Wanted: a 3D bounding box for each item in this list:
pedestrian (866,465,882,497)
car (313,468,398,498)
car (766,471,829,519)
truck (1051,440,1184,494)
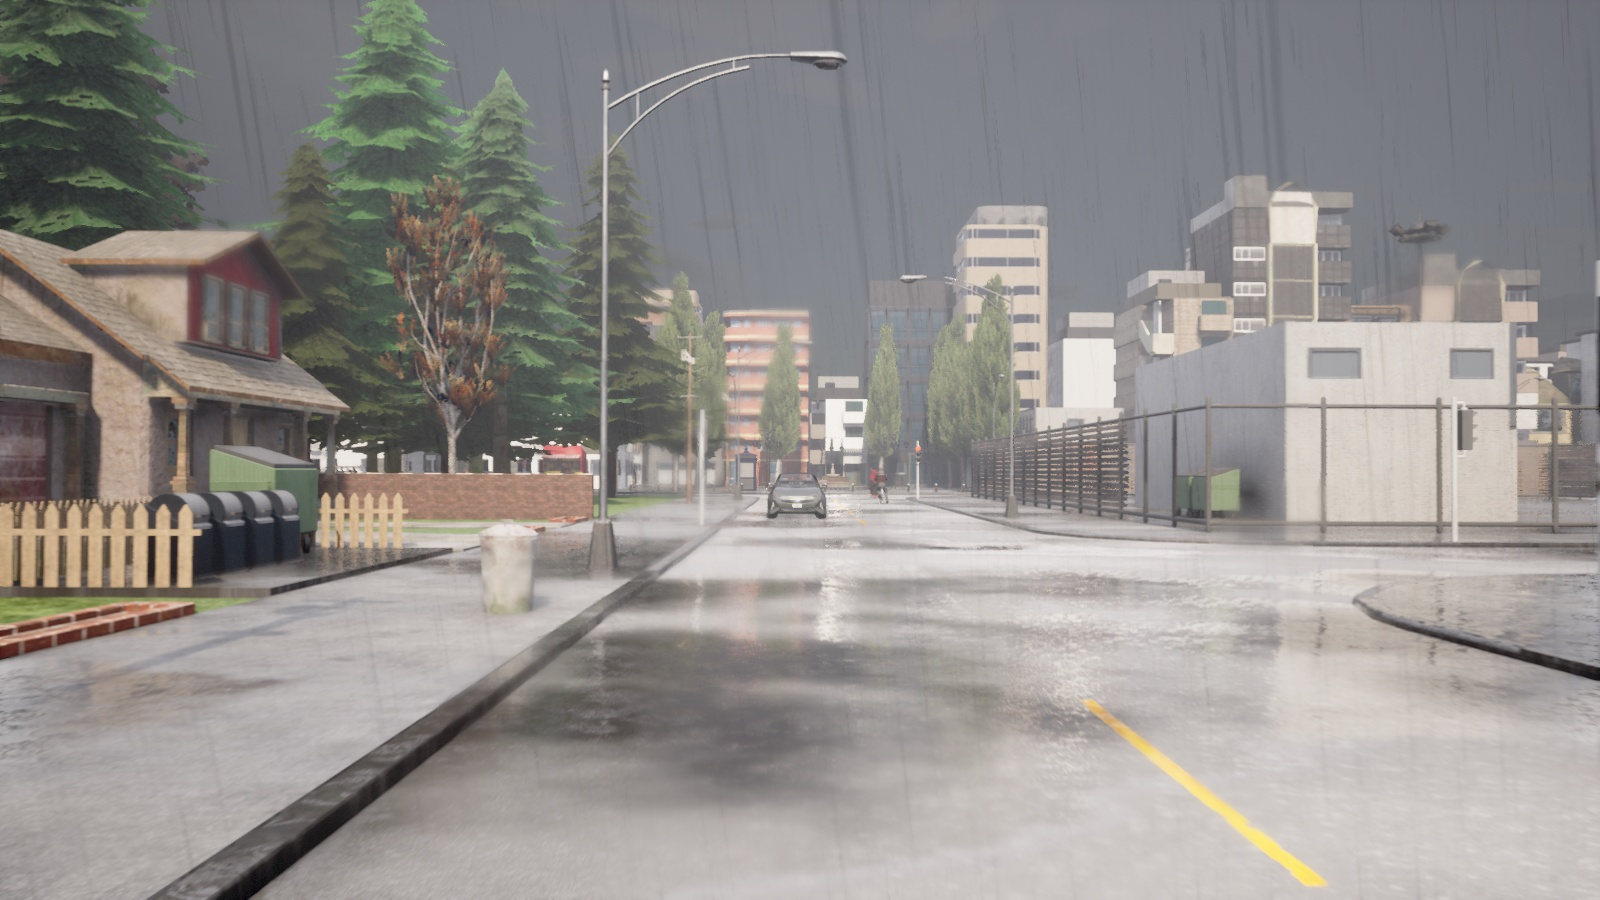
[{"bbox_3d":[4.256,1.791,72.161,0.899,1.844,0.634,0,-1,0],"label":"pedestrian"},{"bbox_3d":[-27.578,2.047,77.987,4.605,1.855,1.932,0,-1,0],"label":"car"},{"bbox_3d":[-0.100,1.470,42.265,2.007,1.525,4.514,0,-1,-1],"label":"car"},{"bbox_3d":[20.698,1.127,82.142,7.936,3.462,2.891,0,-1,0],"label":"truck"}]
